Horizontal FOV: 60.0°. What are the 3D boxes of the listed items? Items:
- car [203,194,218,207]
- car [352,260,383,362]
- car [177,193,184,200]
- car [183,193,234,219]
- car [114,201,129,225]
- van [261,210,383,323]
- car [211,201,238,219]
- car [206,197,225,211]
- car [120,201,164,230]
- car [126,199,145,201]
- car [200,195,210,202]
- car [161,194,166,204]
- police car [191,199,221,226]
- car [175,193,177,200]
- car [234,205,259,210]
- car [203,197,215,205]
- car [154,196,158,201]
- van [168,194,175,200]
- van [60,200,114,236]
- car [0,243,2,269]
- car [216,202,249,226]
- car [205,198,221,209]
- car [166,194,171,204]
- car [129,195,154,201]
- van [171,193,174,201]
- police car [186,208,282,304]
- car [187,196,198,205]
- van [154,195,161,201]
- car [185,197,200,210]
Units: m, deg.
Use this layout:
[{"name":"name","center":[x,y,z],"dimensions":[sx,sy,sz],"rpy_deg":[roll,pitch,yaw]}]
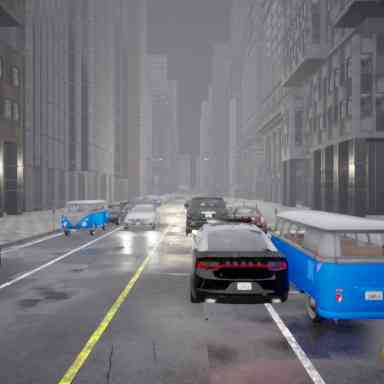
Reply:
[{"name":"car","center":[2.827,1.318,51.995],"dimensions":[2.192,1.841,5.009],"rpy_deg":[0,0,0]},{"name":"car","center":[2.761,1.525,1.438],"dimensions":[1.752,1.417,4.829],"rpy_deg":[0,0,0]},{"name":"car","center":[-2.879,1.577,92.006],"dimensions":[1.994,1.385,4.181],"rpy_deg":[0,0,0]},{"name":"car","center":[0.756,1.216,18.245],"dimensions":[2.150,2.045,5.566],"rpy_deg":[0,0,0]},{"name":"car","center":[-5.735,1.567,23.813],"dimensions":[1.947,1.339,4.313],"rpy_deg":[0,0,0]},{"name":"van","center":[2.767,1.341,6.904],"dimensions":[1.690,1.788,3.998],"rpy_deg":[0,0,0]},{"name":"car","center":[2.798,1.552,29.450],"dimensions":[2.008,1.369,4.403],"rpy_deg":[0,0,0]},{"name":"car","center":[2.812,1.442,40.722],"dimensions":[1.967,1.590,4.097],"rpy_deg":[0,0,0]},{"name":"car","center":[-3.073,1.526,21.297],"dimensions":[1.812,1.442,4.674],"rpy_deg":[0,0,0]},{"name":"car","center":[-5.727,1.567,29.450],"dimensions":[1.947,1.339,4.313],"rpy_deg":[0,0,0]},{"name":"car","center":[2.857,1.446,74.540],"dimensions":[1.967,1.590,4.097],"rpy_deg":[0,0,0]},{"name":"car","center":[-5.698,1.443,51.997],"dimensions":[1.967,1.590,4.097],"rpy_deg":[0,0,0]},{"name":"police car","center":[0.931,1.426,24.332],"dimensions":[1.930,1.638,5.238],"rpy_deg":[0,0,0]},{"name":"car","center":[-5.653,1.560,85.817],"dimensions":[2.008,1.369,4.403],"rpy_deg":[0,0,0]},{"name":"car","center":[2.783,1.441,18.177],"dimensions":[1.967,1.590,4.097],"rpy_deg":[0,0,0]},{"name":"car","center":[2.835,1.548,57.632],"dimensions":[1.887,1.381,4.507],"rpy_deg":[0,0,0]},{"name":"car","center":[-5.712,1.547,40.724],"dimensions":[1.887,1.381,4.507],"rpy_deg":[0,0,0]},{"name":"van","center":[-5.647,1.353,91.453],"dimensions":[1.690,1.788,3.998],"rpy_deg":[0,0,0]},{"name":"van","center":[-5.743,1.341,18.177],"dimensions":[1.690,1.788,3.998],"rpy_deg":[0,0,0]},{"name":"car","center":[-5.757,1.566,6.903],"dimensions":[1.947,1.339,4.313],"rpy_deg":[0,0,0]},{"name":"car","center":[2.791,1.526,23.984],"dimensions":[1.752,1.417,4.829],"rpy_deg":[0,0,0]},{"name":"car","center":[2.820,1.568,46.359],"dimensions":[1.947,1.339,4.313],"rpy_deg":[0,0,0]},{"name":"car","center":[-5.683,1.444,63.271],"dimensions":[1.967,1.590,4.097],"rpy_deg":[0,0,0]},{"name":"car","center":[-5.721,1.316,35.087],"dimensions":[2.192,1.841,5.009],"rpy_deg":[0,0,0]},{"name":"van","center":[-5.668,1.347,74.544],"dimensions":[1.690,1.788,3.998],"rpy_deg":[0,0,0]},{"name":"police car","center":[0.910,1.425,8.332],"dimensions":[1.930,1.638,5.238],"rpy_deg":[0,0,0]},{"name":"car","center":[0.075,1.509,58.068],"dimensions":[1.837,1.490,4.892],"rpy_deg":[0,0,0]},{"name":"van","center":[-5.706,1.343,46.361],"dimensions":[1.690,1.788,3.998],"rpy_deg":[0,0,0]},{"name":"car","center":[0.095,1.507,45.055],"dimensions":[1.837,1.490,4.892],"rpy_deg":[0,0,1]}]
